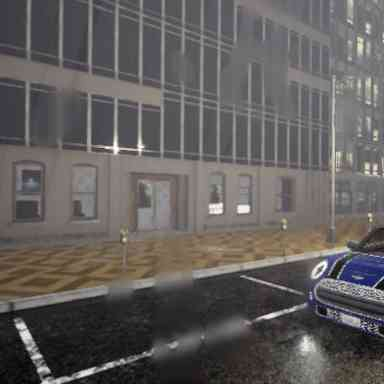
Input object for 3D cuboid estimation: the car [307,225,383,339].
[{"bbox_3d":[4.281,1.414,6.439,4.553,1.767,2.097,1,0,-36],"label":"car"}]
